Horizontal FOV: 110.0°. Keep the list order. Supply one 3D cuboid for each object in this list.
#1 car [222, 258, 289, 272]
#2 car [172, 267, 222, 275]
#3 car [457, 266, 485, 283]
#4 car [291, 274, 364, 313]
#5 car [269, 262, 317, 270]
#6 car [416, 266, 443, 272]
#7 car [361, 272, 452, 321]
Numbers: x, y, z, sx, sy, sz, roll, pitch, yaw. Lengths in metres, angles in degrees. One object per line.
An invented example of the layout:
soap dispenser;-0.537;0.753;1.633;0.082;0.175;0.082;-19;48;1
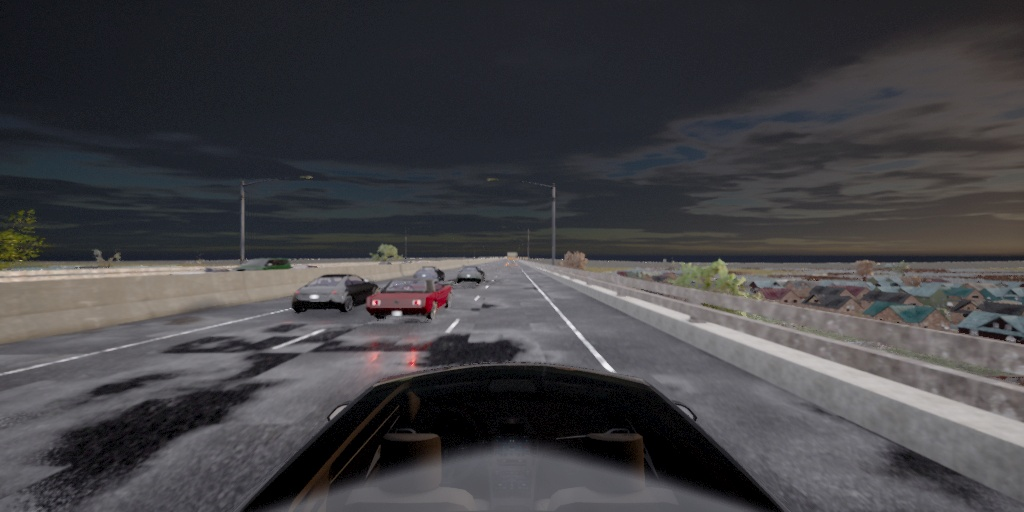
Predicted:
car;-21.093;1.185;30.471;2.150;2.045;5.566;0;0;0
car;-24.595;1.553;28.950;1.895;1.301;4.718;0;0;0
car;-3.400;1.526;30.114;1.994;1.385;4.181;0;0;0
car;-6.902;1.411;14.533;1.994;1.385;4.181;0;0;0
car;-17.602;1.485;29.919;1.812;1.442;4.674;0;0;0
car;-6.900;1.526;30.185;1.994;1.385;4.181;0;0;0
car;-3.401;1.436;12.864;1.895;1.301;4.718;0;0;0
